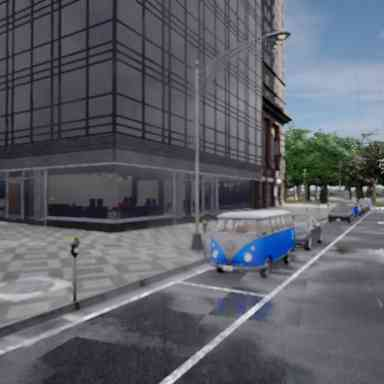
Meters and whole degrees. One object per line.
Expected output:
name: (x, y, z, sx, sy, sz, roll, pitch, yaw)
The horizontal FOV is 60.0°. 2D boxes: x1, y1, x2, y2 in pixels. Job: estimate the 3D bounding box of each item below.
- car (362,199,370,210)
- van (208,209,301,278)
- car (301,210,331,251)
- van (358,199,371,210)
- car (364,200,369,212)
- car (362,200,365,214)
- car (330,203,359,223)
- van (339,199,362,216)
car: (24.081, 2.097, 47.653, 1.752, 1.417, 4.829, 0, -1, 31)
van: (1.994, 1.463, 10.379, 1.690, 1.788, 3.998, 0, -1, 31)
car: (4.766, 1.728, 15.054, 2.008, 1.369, 4.403, 0, -1, 31)
van: (29.711, 2.031, 57.157, 1.690, 1.788, 3.998, 0, -1, 31)
car: (21.396, 2.082, 43.121, 1.947, 1.339, 4.313, 0, -1, 31)
car: (18.538, 1.982, 38.297, 1.752, 1.417, 4.829, 0, -1, 31)
car: (13.081, 1.911, 29.087, 1.947, 1.339, 4.313, 0, -1, 31)
van: (15.853, 1.743, 33.768, 1.690, 1.788, 3.998, 0, -1, 31)
